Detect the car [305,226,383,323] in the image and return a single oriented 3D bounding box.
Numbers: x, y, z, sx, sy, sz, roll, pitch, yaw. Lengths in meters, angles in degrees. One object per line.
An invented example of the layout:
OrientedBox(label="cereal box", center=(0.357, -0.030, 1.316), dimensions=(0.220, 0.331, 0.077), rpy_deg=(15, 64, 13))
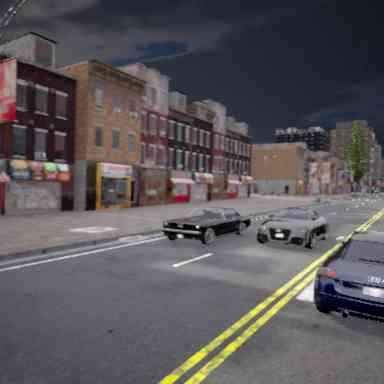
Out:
OrientedBox(label="car", center=(3.895, 1.484, 6.753), dimensions=(1.994, 1.385, 4.181), rpy_deg=(2, 1, 33))

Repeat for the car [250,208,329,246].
OrientedBox(label="car", center=(4.220, 1.352, 13.547), dimensions=(1.994, 1.385, 4.181), rpy_deg=(2, 1, 33))

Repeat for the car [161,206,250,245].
OrientedBox(label="car", center=(0.773, 1.317, 14.216), dimensions=(1.895, 1.301, 4.718), rpy_deg=(2, 1, 33))
